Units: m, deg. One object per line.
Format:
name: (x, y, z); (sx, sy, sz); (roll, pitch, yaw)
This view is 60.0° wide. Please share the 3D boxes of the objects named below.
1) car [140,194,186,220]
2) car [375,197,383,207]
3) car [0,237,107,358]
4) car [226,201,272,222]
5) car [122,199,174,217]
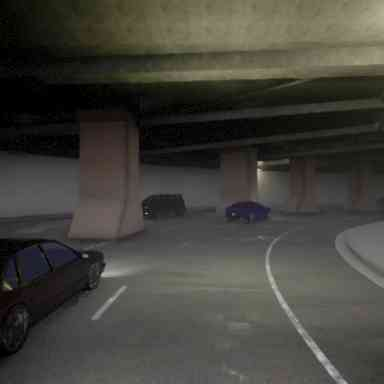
car: (-2.785, 1.205, 28.303); (2.150, 2.045, 5.566); (0, 0, 36)
car: (29.841, 1.448, 51.551); (5.008, 1.535, 1.882); (0, 0, -15)
car: (-3.223, 1.544, 5.979); (2.033, 1.411, 5.357); (0, 0, 4)
car: (4.550, 1.463, 26.049); (1.882, 1.535, 5.008); (0, 0, 38)
car: (-4.150, 1.474, 32.077); (2.128, 1.511, 4.902); (0, 0, 40)
